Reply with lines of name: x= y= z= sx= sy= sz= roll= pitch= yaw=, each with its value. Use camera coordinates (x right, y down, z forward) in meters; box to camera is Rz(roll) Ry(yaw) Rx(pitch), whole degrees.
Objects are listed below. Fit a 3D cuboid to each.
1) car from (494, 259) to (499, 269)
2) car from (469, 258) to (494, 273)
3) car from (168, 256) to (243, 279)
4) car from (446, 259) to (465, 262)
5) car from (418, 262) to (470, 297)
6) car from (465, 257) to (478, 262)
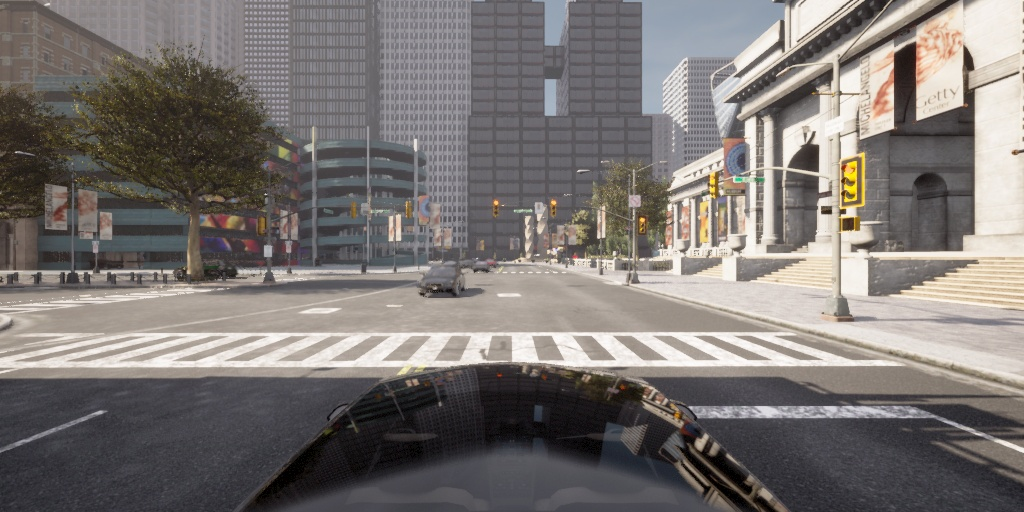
car: x=-3.578 y=1.227 z=58.184 sx=1.882 sy=1.535 sz=5.008 roll=0 pitch=0 yaw=0
car: x=-3.581 y=1.298 z=43.036 sx=2.033 sy=1.411 sz=5.357 roll=0 pitch=0 yaw=0
car: x=-27.175 y=1.102 z=31.815 sx=4.553 sy=1.767 sz=2.097 roll=0 pitch=0 yaw=-1
car: x=-7.082 y=1.227 z=42.162 sx=1.882 sy=1.535 sz=5.008 roll=0 pitch=0 yaw=0
car: x=-3.592 y=1.255 z=19.100 sx=1.837 sy=1.490 sz=4.892 roll=0 pitch=0 yaw=0
car: x=-7.076 y=1.255 z=57.768 sx=1.837 sy=1.490 sz=4.892 roll=0 pitch=0 yaw=0
